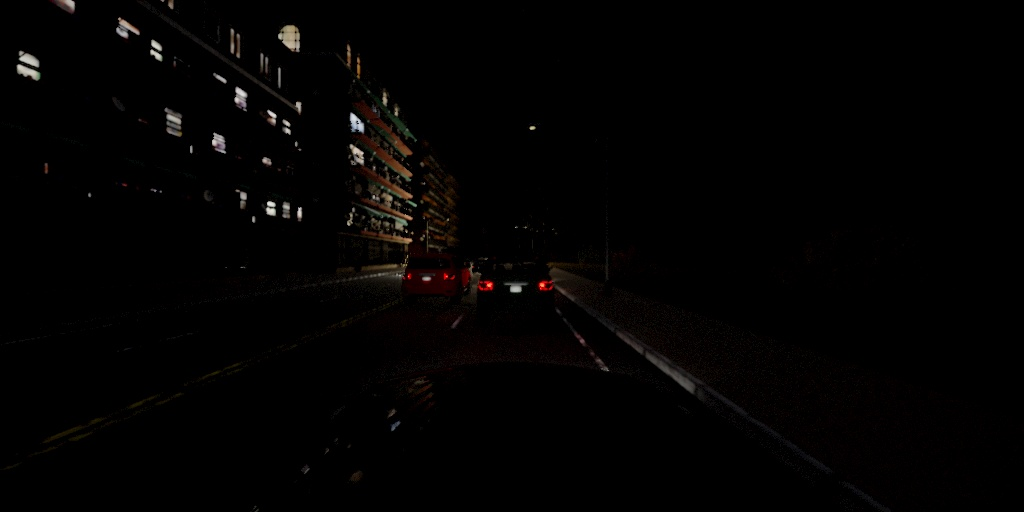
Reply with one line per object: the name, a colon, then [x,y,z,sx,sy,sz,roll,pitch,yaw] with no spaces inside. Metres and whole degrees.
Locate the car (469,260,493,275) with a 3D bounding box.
car: [-3.166,1.125,37.479,2.033,1.411,5.357,0,0,0]

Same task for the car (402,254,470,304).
car: [-3.156,0.906,15.941,2.150,2.045,5.566,0,1,0]

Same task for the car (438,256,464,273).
car: [-6.612,0.920,39.482,2.097,1.767,4.553,0,0,0]

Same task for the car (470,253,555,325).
car: [0.094,0.924,11.748,2.150,2.045,5.566,0,0,0]
